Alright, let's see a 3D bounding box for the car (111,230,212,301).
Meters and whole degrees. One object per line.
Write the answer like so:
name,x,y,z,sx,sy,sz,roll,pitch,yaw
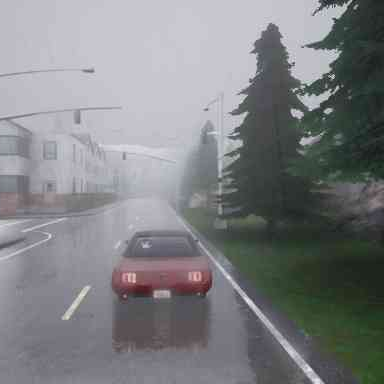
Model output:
car,-0.741,1.601,8.359,1.895,1.301,4.718,0,0,-5
